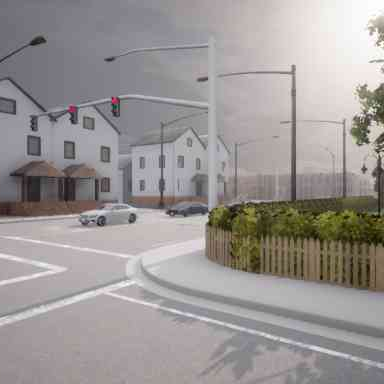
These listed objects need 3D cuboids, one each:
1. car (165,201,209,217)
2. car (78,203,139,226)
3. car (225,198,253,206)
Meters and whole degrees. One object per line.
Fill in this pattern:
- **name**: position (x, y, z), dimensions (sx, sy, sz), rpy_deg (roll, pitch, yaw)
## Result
- **car**: position (-0.240, 1.547, 31.421), dimensions (2.033, 1.411, 5.357), rpy_deg (0, 0, 35)
- **car**: position (-5.729, 1.526, 23.473), dimensions (1.812, 1.442, 4.674), rpy_deg (0, 0, 35)
- **car**: position (5.638, 1.491, 39.910), dimensions (2.128, 1.511, 4.902), rpy_deg (0, 0, 35)
